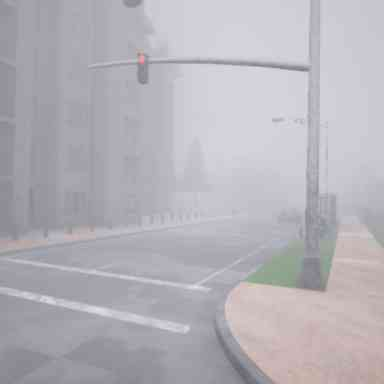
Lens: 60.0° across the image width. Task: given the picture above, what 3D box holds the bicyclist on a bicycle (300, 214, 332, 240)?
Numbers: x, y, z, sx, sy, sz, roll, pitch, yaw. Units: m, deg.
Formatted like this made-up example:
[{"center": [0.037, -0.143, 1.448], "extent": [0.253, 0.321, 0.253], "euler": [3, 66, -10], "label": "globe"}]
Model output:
[{"center": [6.772, 1.801, 18.130], "extent": [1.656, 1.620, 0.582], "euler": [0, -1, 25], "label": "bicyclist on a bicycle"}]

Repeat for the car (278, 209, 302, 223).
[{"center": [10.328, 2.459, 34.938], "extent": [1.994, 1.385, 4.181], "euler": [1, -1, 25], "label": "car"}]
